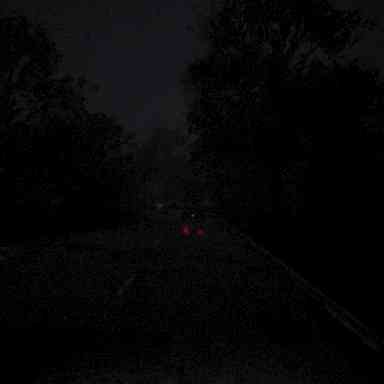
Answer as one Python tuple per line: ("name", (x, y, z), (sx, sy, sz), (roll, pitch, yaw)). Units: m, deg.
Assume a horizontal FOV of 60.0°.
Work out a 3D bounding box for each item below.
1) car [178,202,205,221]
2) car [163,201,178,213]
("car", (0.083, 1.771, 29.710), (2.128, 1.511, 4.902), (0, -1, 0))
("car", (-2.292, 2.005, 44.873), (1.882, 1.535, 5.008), (1, -2, -26))
